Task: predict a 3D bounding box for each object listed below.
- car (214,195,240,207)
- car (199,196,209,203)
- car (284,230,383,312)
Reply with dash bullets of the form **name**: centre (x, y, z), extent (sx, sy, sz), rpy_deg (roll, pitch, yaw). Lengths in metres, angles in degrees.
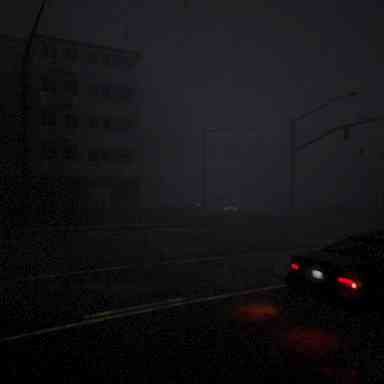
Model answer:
- **car**: centre (5.328, 1.433, 54.365), extent (2.097, 1.767, 4.553), rpy_deg (0, 0, -23)
- **car**: centre (2.461, 1.620, 69.557), extent (1.812, 1.442, 4.674), rpy_deg (0, 0, 5)
- **car**: centre (4.569, 1.562, 7.179), extent (5.357, 1.411, 2.033), rpy_deg (0, 0, -25)
